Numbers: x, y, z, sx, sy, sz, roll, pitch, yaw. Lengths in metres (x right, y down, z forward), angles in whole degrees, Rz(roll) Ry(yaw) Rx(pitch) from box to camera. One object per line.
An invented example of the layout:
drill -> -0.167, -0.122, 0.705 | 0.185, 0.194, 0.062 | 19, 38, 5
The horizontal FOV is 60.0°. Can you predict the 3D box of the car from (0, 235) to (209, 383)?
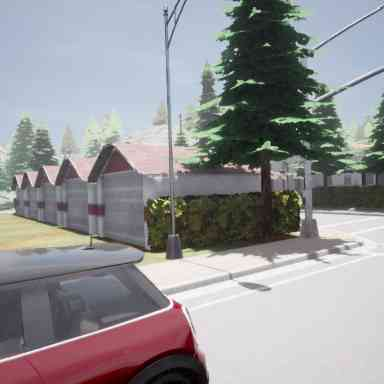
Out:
car -> -2.127, 1.357, 2.481 | 4.553, 1.767, 2.097 | -2, 1, -36
